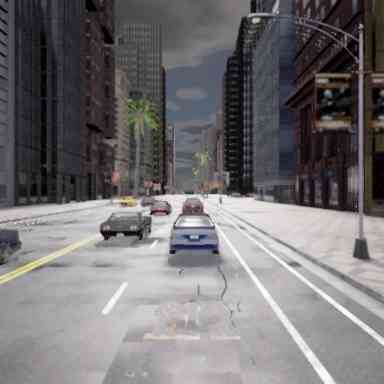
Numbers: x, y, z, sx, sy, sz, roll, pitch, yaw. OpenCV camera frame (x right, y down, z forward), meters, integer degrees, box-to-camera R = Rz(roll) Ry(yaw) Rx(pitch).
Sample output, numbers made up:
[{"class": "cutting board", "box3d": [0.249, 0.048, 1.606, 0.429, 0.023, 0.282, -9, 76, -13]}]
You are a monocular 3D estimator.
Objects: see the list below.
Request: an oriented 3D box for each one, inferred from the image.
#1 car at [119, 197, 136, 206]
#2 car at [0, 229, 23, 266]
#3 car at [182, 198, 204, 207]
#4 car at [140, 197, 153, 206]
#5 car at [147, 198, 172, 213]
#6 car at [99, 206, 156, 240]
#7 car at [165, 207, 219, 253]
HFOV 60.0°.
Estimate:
[{"class": "car", "box3d": [-9.819, 1.491, 50.841, 1.882, 1.535, 5.008, 0, 0, 0]}, {"class": "car", "box3d": [-6.604, 1.549, 8.861, 2.033, 1.411, 5.357, 0, 0, 0]}, {"class": "car", "box3d": [0.097, 1.360, 33.616, 2.097, 1.767, 4.553, 0, 0, 0]}, {"class": "car", "box3d": [-6.582, 1.517, 50.022, 1.837, 1.490, 4.892, 0, 0, 0]}, {"class": "car", "box3d": [-3.153, 1.573, 34.407, 1.994, 1.385, 4.181, 0, 0, 0]}, {"class": "car", "box3d": [-3.151, 1.605, 16.887, 1.895, 1.301, 4.718, 0, 0, 0]}, {"class": "car", "box3d": [0.085, 1.551, 13.617, 2.033, 1.411, 5.357, 0, 0, 0]}]
